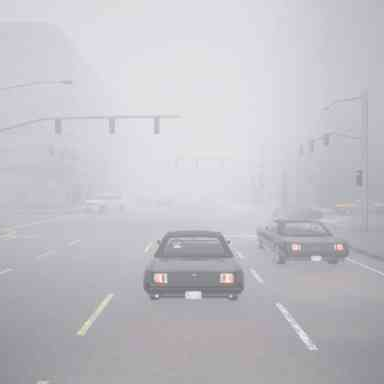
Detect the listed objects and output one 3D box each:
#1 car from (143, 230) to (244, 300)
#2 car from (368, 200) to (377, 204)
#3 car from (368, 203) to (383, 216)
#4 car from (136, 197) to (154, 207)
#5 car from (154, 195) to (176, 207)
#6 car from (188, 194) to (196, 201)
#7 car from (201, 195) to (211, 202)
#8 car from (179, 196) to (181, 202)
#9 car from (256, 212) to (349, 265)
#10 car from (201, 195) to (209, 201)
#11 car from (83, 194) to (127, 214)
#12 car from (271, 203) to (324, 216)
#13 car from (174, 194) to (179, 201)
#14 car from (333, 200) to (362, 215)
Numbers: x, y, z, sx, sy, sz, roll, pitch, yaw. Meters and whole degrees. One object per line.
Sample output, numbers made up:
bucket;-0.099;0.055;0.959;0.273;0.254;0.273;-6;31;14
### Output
car;0.044;1.601;8.310;1.895;1.301;4.718;0;0;0
car;19.275;1.547;30.806;4.902;1.511;2.128;0;0;0
car;3.594;1.221;1.943;2.150;2.045;5.566;0;0;0
car;-7.520;1.506;51.791;1.837;1.490;4.892;0;0;0
car;-4.030;1.547;50.308;2.033;1.411;5.357;0;0;0
car;-0.097;1.355;87.295;2.097;1.767;4.553;0;0;1
car;3.303;1.595;77.448;1.895;1.301;4.718;0;0;1
car;-3.709;1.354;76.372;2.097;1.767;4.553;0;0;1
car;3.550;1.601;11.695;1.895;1.301;4.718;0;0;0
car;3.404;1.553;87.423;1.994;1.385;4.181;0;0;1
car;-9.538;1.249;36.946;2.150;2.045;5.566;1;0;26
car;8.617;1.609;27.399;4.181;1.385;1.994;1;0;9
car;-3.918;1.500;61.781;1.837;1.490;4.892;0;1;1
car;17.213;1.533;34.309;5.008;1.535;1.882;0;0;0
